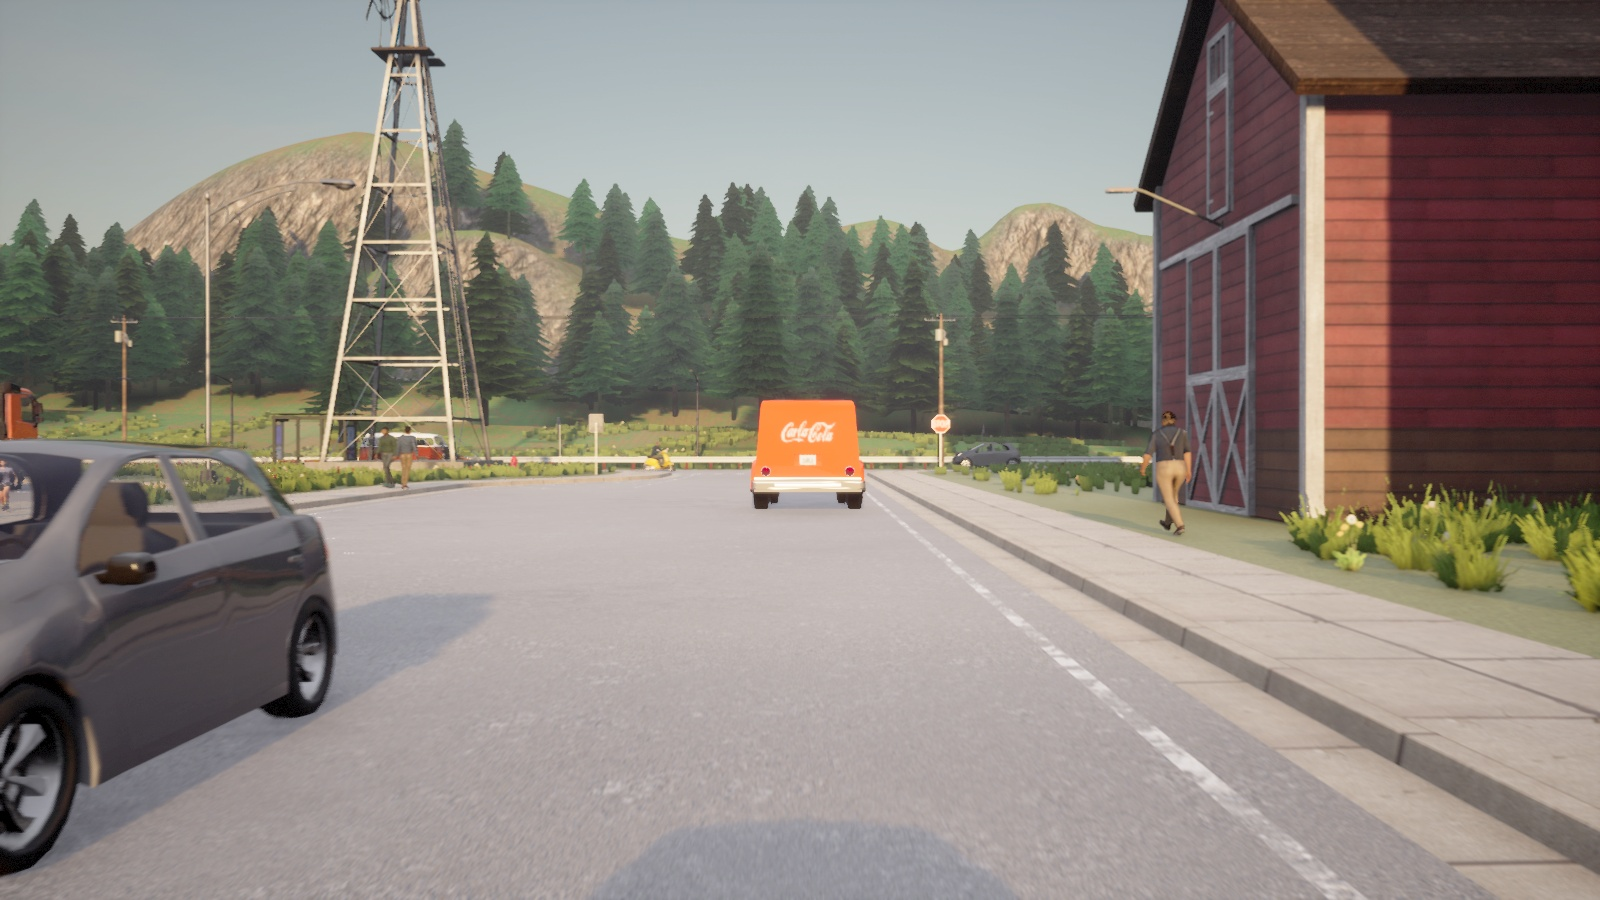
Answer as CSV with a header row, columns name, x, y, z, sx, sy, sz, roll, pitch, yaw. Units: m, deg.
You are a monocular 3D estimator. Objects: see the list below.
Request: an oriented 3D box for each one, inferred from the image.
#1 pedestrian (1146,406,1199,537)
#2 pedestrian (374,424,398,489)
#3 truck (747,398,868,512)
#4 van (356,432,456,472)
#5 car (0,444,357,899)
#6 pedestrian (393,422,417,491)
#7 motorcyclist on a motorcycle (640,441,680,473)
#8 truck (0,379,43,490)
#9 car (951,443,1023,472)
name,x,y,z,sx,sy,sz,roll,pitch,yaw
pedestrian,5.346,0.303,18.030,0.540,1.848,0.694,0,0,-2
pedestrian,-12.018,0.187,36.469,0.353,1.847,0.614,0,0,19
truck,0.187,0.092,29.864,2.627,2.467,5.204,0,0,0
van,-20.238,0.093,64.578,4.480,2.038,2.069,0,0,1
car,-3.454,0.727,5.334,1.845,1.501,3.633,0,0,0
pedestrian,-11.375,0.189,36.182,0.423,1.949,0.788,0,0,1
motorcyclist on a motorcycle,-7.028,0.338,63.134,1.817,1.590,0.866,0,2,27
truck,-26.211,-0.471,38.065,2.891,3.462,7.936,0,0,-10
car,9.993,0.389,67.374,3.633,1.501,1.845,0,0,1
